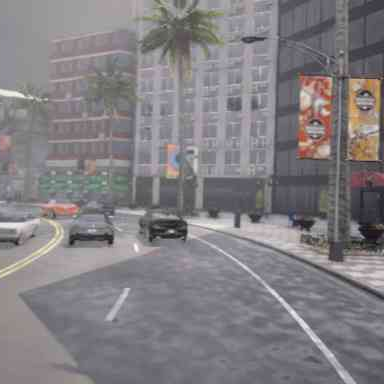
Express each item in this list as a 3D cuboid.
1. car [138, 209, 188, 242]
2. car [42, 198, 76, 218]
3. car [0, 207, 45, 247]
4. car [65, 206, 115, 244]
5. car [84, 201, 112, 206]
[{"bbox_3d":[-1.659,1.654,17.662,1.882,1.535,5.008,2,0,-17],"label":"car"},{"bbox_3d":[-11.886,1.343,29.741,2.097,1.767,4.553,2,-1,-37],"label":"car"},{"bbox_3d":[-8.086,1.522,14.625,1.895,1.301,4.718,2,-1,-14],"label":"car"},{"bbox_3d":[-4.817,1.615,16.086,1.994,1.385,4.181,2,-1,-16],"label":"car"},{"bbox_3d":[-8.983,1.620,31.706,1.837,1.490,4.892,3,-1,-37],"label":"car"}]
